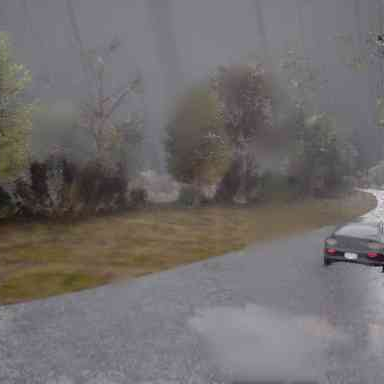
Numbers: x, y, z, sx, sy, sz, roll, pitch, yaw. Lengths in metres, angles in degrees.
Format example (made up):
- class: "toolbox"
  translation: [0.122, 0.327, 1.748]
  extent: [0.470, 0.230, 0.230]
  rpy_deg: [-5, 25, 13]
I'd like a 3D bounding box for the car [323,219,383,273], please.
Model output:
- class: "car"
  translation: [5.695, 1.607, 11.018]
  extent: [1.812, 1.442, 4.674]
  rpy_deg: [1, 0, 35]
